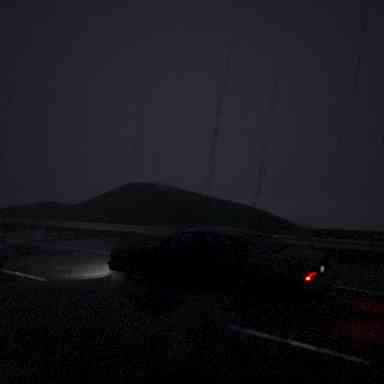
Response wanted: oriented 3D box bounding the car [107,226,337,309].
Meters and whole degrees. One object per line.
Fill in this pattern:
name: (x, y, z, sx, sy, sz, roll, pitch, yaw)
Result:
car: (0.445, 1.539, 7.831, 5.357, 1.411, 2.033, 0, 0, 34)
